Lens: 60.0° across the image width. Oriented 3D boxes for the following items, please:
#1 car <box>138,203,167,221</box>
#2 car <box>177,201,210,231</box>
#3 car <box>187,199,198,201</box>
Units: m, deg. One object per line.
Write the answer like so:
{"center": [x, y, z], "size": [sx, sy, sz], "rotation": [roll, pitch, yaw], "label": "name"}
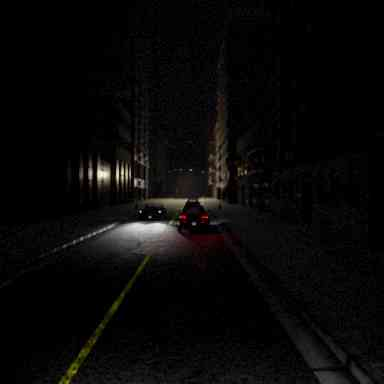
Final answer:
{"center": [-3.097, 1.543, 26.806], "size": [1.895, 1.301, 4.718], "rotation": [0, 0, 0], "label": "car"}
{"center": [0.101, 1.483, 19.902], "size": [1.812, 1.442, 4.674], "rotation": [0, 0, 0], "label": "car"}
{"center": [0.102, 1.481, 37.662], "size": [1.994, 1.385, 4.181], "rotation": [0, 0, 0], "label": "car"}
